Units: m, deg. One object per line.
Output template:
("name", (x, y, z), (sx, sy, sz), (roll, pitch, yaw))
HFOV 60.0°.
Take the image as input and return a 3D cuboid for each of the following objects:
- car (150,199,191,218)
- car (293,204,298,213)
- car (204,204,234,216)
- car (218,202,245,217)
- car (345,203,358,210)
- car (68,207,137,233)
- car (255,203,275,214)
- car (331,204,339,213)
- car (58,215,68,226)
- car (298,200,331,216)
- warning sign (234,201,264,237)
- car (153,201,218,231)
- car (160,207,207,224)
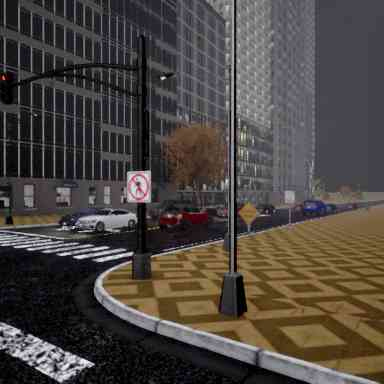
("car", (-1.935, 1.729, 34.046), (2.150, 2.045, 5.566), (0, -1, 33))
("car", (16.764, 2.470, 50.654), (1.812, 1.442, 4.674), (0, -1, 33))
("car", (3.515, 2.288, 42.470), (1.895, 1.301, 4.718), (0, -1, 33))
("car", (4.682, 1.992, 38.291), (2.097, 1.767, 4.553), (0, -1, 33))
("car", (31.569, 2.837, 65.674), (1.812, 1.442, 4.674), (0, -1, 33))
("car", (-5.588, 1.827, 22.437), (1.812, 1.442, 4.674), (0, -1, 33))
("car", (10.187, 2.325, 46.757), (1.837, 1.490, 4.892), (0, -1, 33))
("car", (21.979, 2.558, 52.922), (1.812, 1.442, 4.674), (0, -1, 33))
("car", (-7.464, 1.873, 25.489), (2.033, 1.411, 5.357), (0, -1, 33))
("car", (16.225, 2.065, 43.951), (2.150, 2.045, 5.566), (0, -1, 35))
("warning sign", (3.177, 1.454, 18.525), (1.300, 1.860, 1.060), (1, 1, 33))
("car", (-0.363, 1.733, 24.126), (2.097, 1.767, 4.553), (0, -1, 33))
("car", (-0.634, 2.065, 30.075), (1.895, 1.301, 4.718), (0, -1, 33))
